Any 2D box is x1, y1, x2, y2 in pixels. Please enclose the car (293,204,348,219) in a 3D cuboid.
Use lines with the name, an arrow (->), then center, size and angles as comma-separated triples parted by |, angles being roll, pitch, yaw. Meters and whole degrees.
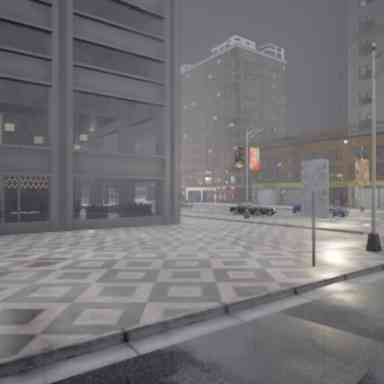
car -> 11.456, 1.549, 29.908 | 1.882, 1.535, 5.008 | 0, 0, -36

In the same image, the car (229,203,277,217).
car -> 5.822, 1.691, 32.158 | 1.895, 1.301, 4.718 | 0, 0, -36

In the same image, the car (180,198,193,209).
car -> -1.724, 1.637, 48.210 | 2.128, 1.511, 4.902 | 0, 0, -36
